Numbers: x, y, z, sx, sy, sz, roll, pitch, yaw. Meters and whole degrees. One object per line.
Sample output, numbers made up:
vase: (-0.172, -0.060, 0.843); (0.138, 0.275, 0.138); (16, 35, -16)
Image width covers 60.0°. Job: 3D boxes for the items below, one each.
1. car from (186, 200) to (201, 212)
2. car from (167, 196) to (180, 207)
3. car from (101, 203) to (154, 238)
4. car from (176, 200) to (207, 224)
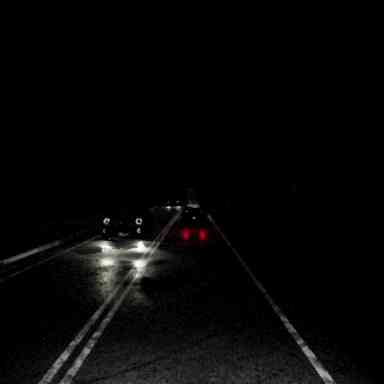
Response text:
car: (0.197, 1.737, 42.982); (1.812, 1.442, 4.674); (0, 0, 0)
car: (-3.162, 1.646, 58.343); (2.097, 1.767, 4.553); (0, 0, 1)
car: (-3.323, 1.413, 17.841); (2.097, 1.767, 4.553); (0, 0, 0)
car: (0.147, 1.598, 25.438); (2.128, 1.511, 4.902); (0, 0, 0)
